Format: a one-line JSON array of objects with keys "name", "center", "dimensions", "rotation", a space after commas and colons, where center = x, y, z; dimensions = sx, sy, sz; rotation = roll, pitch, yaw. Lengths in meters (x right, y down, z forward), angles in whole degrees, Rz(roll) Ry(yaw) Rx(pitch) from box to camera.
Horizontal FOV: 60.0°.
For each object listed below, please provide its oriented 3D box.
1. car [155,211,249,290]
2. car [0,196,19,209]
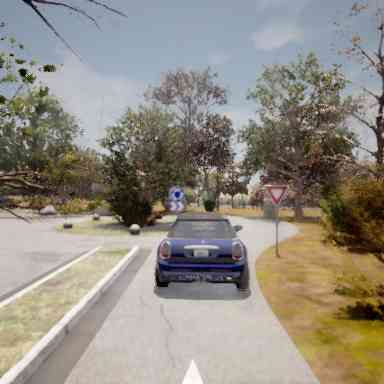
[{"name": "car", "center": [0.354, 1.325, 9.255], "dimensions": [2.097, 1.767, 4.553], "rotation": [0, 0, 4]}, {"name": "car", "center": [-23.253, 1.126, 39.470], "dimensions": [5.008, 1.535, 1.882], "rotation": [4, -2, 1]}]
